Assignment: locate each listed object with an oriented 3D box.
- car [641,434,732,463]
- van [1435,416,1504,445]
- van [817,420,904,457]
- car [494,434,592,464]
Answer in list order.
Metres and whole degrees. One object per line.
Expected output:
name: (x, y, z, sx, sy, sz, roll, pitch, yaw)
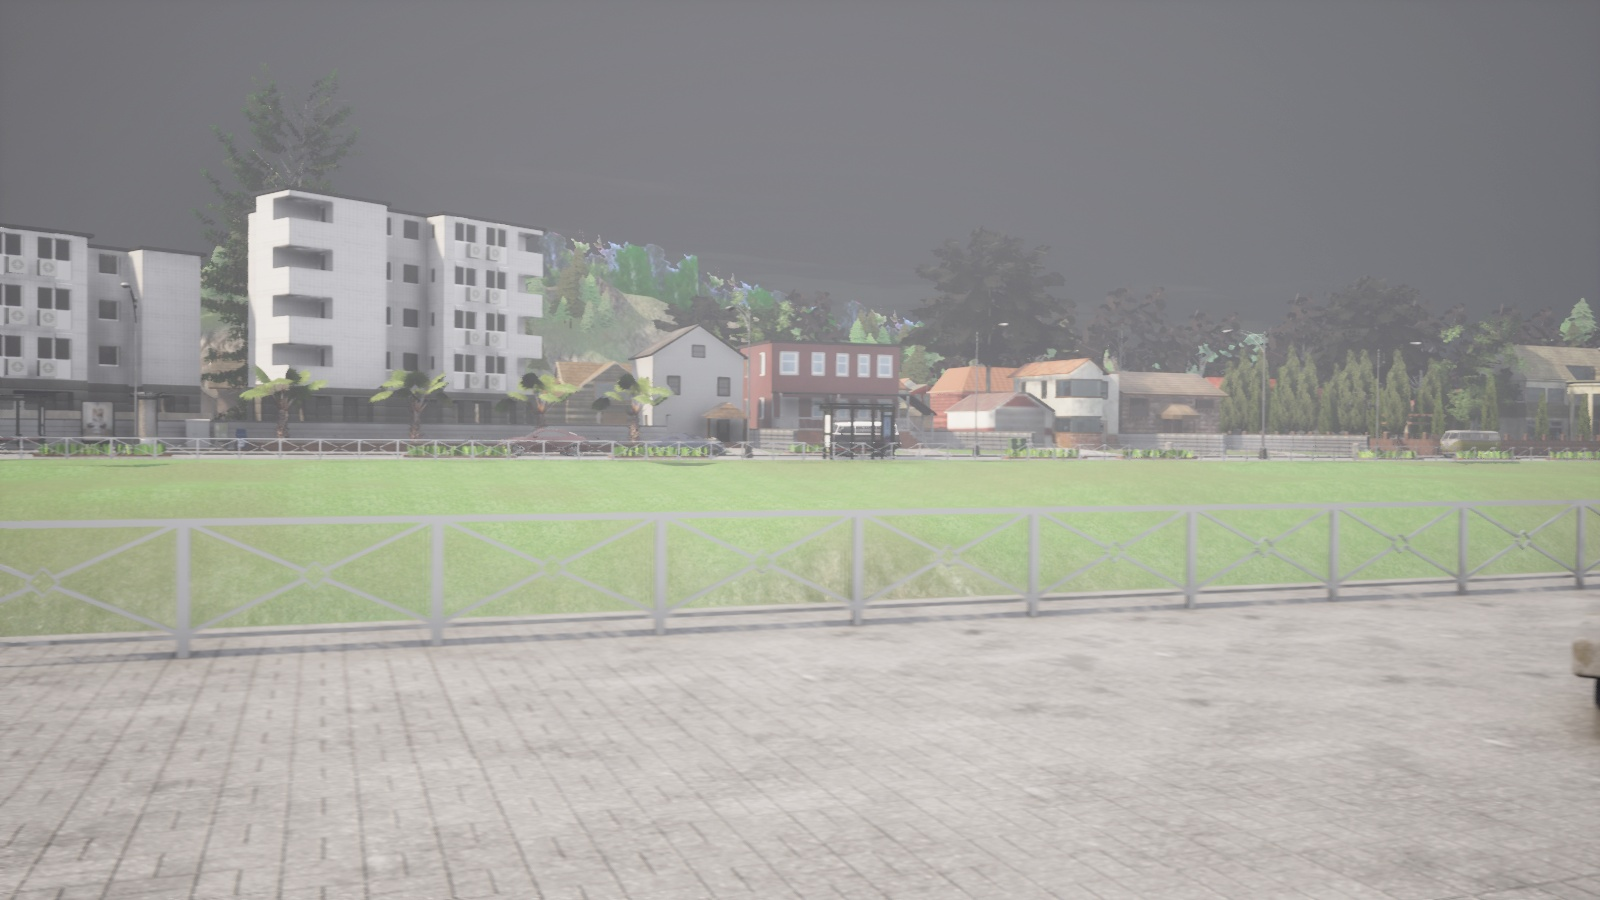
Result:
car: (-5.739, -0.106, 63.325, 4.181, 1.385, 1.994, -1, 1, -21)
van: (46.630, -1.377, 87.469, 4.442, 1.987, 1.775, -1, 1, -21)
van: (3.409, -0.672, 71.070, 4.480, 2.038, 2.069, -1, 1, -21)
car: (-13.250, -0.087, 64.753, 4.674, 1.442, 1.812, -1, 1, -21)
